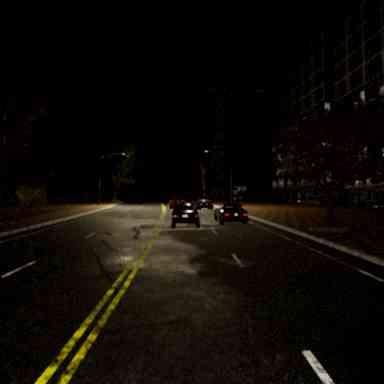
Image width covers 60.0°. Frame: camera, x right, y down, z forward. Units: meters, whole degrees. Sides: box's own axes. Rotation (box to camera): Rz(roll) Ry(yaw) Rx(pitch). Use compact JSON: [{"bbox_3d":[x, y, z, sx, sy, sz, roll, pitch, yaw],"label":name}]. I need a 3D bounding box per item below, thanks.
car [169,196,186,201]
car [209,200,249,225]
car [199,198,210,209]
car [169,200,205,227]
[{"bbox_3d":[-1.786,1.306,41.903,2.097,1.767,4.553,0,0,-5],"label":"car"},{"bbox_3d":[2.707,1.512,23.884,2.033,1.411,5.357,0,0,-3],"label":"car"},{"bbox_3d":[1.523,1.510,41.524,2.033,1.411,5.357,0,0,-5],"label":"car"},{"bbox_3d":[-0.486,1.509,22.632,2.033,1.411,5.357,0,0,-3],"label":"car"}]
